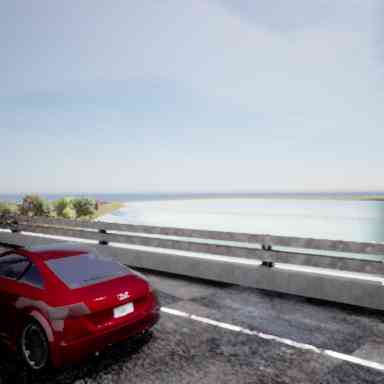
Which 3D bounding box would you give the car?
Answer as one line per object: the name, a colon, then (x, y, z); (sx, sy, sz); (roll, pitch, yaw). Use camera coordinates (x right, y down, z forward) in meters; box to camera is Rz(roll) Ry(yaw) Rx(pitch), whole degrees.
car: (-2.559, 1.583, 5.706); (4.181, 1.385, 1.994); (0, 0, 36)
